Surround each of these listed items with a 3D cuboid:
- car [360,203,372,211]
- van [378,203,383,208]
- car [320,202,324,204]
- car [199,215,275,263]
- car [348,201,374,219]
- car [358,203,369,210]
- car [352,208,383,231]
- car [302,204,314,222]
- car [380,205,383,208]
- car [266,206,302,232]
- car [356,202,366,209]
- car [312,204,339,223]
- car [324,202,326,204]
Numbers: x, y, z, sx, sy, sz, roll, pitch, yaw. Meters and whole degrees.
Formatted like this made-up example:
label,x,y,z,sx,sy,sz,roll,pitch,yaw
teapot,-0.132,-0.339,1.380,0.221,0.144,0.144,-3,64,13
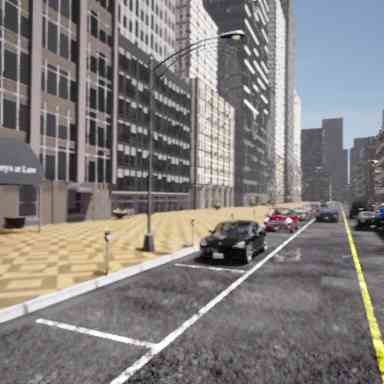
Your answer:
label,x,y,z,sx,sy,sz,roll,pitch,yaw
car,34.057,2.903,65.243,1.752,1.417,4.829,0,-1,24
van,20.584,2.096,34.792,1.690,1.788,3.998,0,-1,24
car,19.621,2.573,53.331,1.947,1.339,4.313,0,-1,24
car,1.746,1.765,12.933,1.947,1.339,4.313,0,-1,24
car,19.388,2.017,38.561,2.150,2.045,5.566,0,0,24
car,36.290,3.010,70.294,1.752,1.417,4.829,0,-1,24
car,13.411,2.122,25.064,1.895,1.301,4.718,0,-1,24
car,10.684,2.150,33.132,2.008,1.369,4.403,0,-1,24
car,18.347,2.198,29.740,1.887,1.381,4.507,0,-1,24
car,6.217,1.837,23.036,1.967,1.590,4.097,0,-1,24
car,40.690,3.240,80.237,1.887,1.381,4.507,0,-1,24
car,12.799,2.167,31.433,1.994,1.385,4.181,0,-1,24
car,33.027,3.207,83.629,1.947,1.339,4.313,0,-1,24
